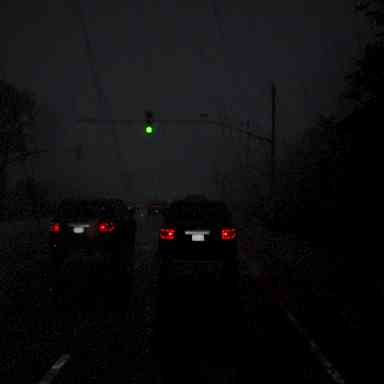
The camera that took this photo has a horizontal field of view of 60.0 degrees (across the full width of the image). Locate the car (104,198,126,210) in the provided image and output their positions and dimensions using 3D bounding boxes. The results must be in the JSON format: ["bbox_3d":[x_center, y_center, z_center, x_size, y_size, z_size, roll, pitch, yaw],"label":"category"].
[{"bbox_3d":[-10.187,1.588,44.386,1.812,1.442,4.674,0,0,1],"label":"car"}]

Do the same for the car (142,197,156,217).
[{"bbox_3d":[-3.127,1.537,32.229,2.128,1.511,4.902,0,0,1],"label":"car"}]

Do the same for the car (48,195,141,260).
[{"bbox_3d":[-3.473,1.238,12.585,2.150,2.045,5.566,0,0,-2],"label":"car"}]

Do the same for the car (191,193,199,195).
[{"bbox_3d":[0.362,1.265,31.094,2.150,2.045,5.566,0,0,1],"label":"car"}]

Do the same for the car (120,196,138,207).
[{"bbox_3d":[-10.043,1.520,53.717,1.882,1.535,5.008,0,1,1],"label":"car"}]

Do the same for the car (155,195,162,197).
[{"bbox_3d":[-6.542,1.590,53.712,2.033,1.411,5.357,0,1,1],"label":"car"}]

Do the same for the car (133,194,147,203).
[{"bbox_3d":[-9.902,1.275,63.838,1.994,1.385,4.181,0,3,1],"label":"car"}]

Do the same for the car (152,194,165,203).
[{"bbox_3d":[-6.405,1.278,63.722,1.994,1.385,4.181,0,3,1],"label":"car"}]

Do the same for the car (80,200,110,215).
[{"bbox_3d":[-10.286,1.614,35.705,1.994,1.385,4.181,0,0,1],"label":"car"}]

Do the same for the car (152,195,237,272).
[{"bbox_3d":[0.170,1.238,10.989,2.150,2.045,5.566,0,0,0],"label":"car"}]

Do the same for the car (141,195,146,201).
[{"bbox_3d":[-6.693,1.553,43.919,2.128,1.511,4.902,0,0,1],"label":"car"}]

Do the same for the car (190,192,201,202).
[{"bbox_3d":[0.625,0.948,66.035,2.097,1.767,4.553,0,3,1],"label":"car"}]
